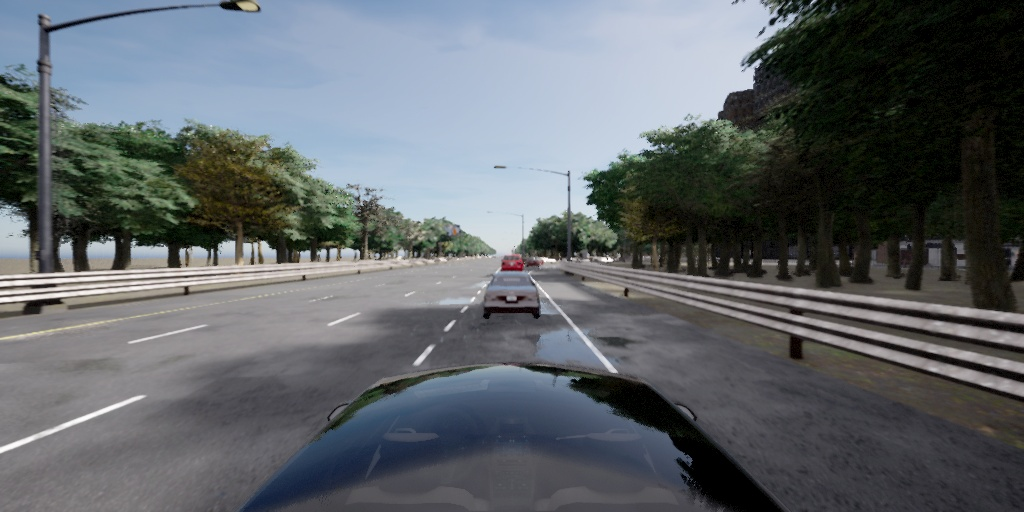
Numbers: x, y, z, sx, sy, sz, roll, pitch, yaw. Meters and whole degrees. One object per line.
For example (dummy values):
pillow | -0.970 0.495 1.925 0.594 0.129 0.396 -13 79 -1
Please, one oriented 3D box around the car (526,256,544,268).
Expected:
car | 3.848 0.949 58.389 2.097 1.767 4.553 0 0 17

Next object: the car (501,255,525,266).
car | 0.096 0.883 36.811 2.150 2.045 5.566 0 0 3

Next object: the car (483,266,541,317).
car | -0.011 1.268 12.896 2.033 1.411 5.357 0 0 0
